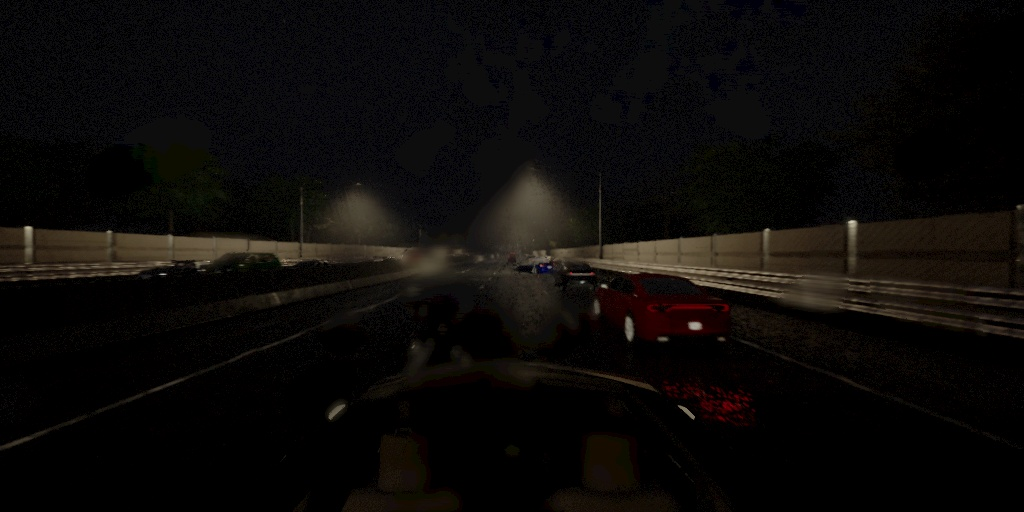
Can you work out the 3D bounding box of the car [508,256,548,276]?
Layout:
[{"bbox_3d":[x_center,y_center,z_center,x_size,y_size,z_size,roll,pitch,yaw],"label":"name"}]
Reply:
[{"bbox_3d":[2.012,0.999,33.428,2.163,1.488,4.792,0,1,-33],"label":"car"}]

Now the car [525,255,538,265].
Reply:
[{"bbox_3d":[3.524,0.712,64.349,2.033,1.649,4.856,0,0,0],"label":"car"}]

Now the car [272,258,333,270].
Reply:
[{"bbox_3d":[-14.074,1.069,25.095,1.837,1.490,4.892,0,0,0],"label":"car"}]

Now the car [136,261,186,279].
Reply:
[{"bbox_3d":[-21.076,1.072,23.019,2.128,1.511,4.902,0,0,0],"label":"car"}]

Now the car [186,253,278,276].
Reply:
[{"bbox_3d":[-17.578,0.797,23.492,2.150,2.045,5.566,0,0,0],"label":"car"}]

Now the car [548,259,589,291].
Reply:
[{"bbox_3d":[3.508,1.090,20.340,2.128,1.511,4.902,0,0,0],"label":"car"}]

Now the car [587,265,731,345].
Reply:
[{"bbox_3d":[3.504,1.165,9.339,1.882,1.535,5.008,0,0,0],"label":"car"}]
